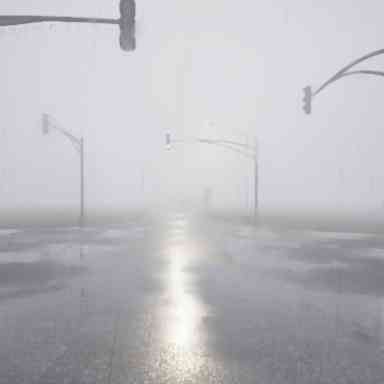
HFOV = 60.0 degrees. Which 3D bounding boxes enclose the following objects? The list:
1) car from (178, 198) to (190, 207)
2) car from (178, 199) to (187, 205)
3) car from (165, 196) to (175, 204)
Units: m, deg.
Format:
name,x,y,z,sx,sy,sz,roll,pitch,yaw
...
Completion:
name,x,y,z,sx,sy,sz,roll,pitch,yaw
car,-1.604,1.990,66.049,2.097,1.767,4.553,0,-1,-3
car,-2.204,2.253,76.122,1.895,1.301,4.718,0,-1,-4
car,-4.590,1.653,70.146,2.097,1.767,4.553,0,-1,-3
